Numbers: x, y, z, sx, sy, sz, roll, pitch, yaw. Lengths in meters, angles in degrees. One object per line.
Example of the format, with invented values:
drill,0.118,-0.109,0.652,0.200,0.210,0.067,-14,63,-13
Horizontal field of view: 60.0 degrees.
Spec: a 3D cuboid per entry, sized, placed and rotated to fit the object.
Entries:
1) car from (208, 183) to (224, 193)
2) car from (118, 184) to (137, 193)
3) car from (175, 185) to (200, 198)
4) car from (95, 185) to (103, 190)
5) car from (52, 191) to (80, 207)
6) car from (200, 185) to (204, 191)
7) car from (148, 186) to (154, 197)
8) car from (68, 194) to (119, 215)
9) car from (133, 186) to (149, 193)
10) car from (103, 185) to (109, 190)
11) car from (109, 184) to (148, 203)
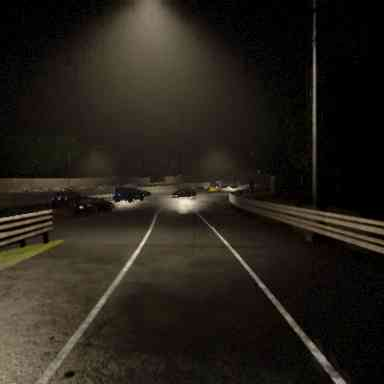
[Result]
car,5.337,-0.585,77.195,1.882,1.535,5.008,1,2,16
car,-15.543,-0.991,80.594,2.150,2.045,5.566,1,2,16
car,-0.771,0.036,56.417,2.097,1.767,4.553,1,2,16
car,-22.255,-0.942,82.584,2.097,1.767,4.553,1,2,16
car,-13.622,0.698,37.637,2.097,1.767,4.553,1,2,16
car,2.172,-1.084,91.410,2.128,1.511,4.902,1,3,16
car,-8.401,0.261,55.309,2.033,1.411,5.357,1,2,16
car,-8.682,1.182,29.638,1.994,1.385,4.181,0,2,16
car,-12.171,-0.625,79.671,1.994,1.385,4.181,1,2,16
car,-18.900,-0.717,81.597,2.033,1.411,5.357,1,2,16
car,-8.196,0.355,43.663,2.150,2.045,5.566,1,2,16
